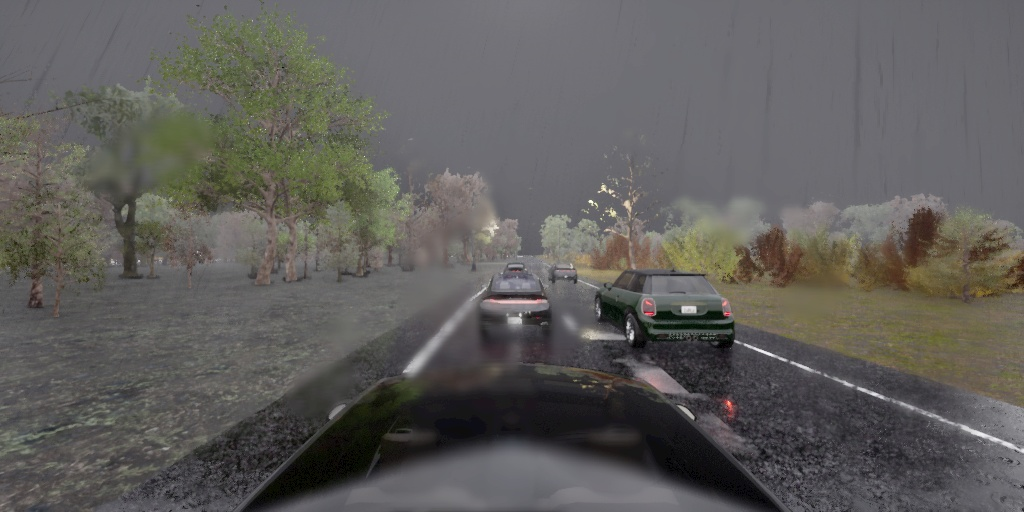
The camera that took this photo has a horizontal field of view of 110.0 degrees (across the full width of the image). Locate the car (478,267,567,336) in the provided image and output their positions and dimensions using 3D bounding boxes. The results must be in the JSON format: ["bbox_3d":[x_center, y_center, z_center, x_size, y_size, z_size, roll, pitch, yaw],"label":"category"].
[{"bbox_3d":[0.101,1.242,10.395,2.128,1.511,4.902,0,0,0],"label":"car"}]

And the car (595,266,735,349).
[{"bbox_3d":[3.598,1.103,9.359,2.097,1.767,4.553,0,0,1],"label":"car"}]

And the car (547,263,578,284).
[{"bbox_3d":[3.800,1.243,27.336,2.128,1.511,4.902,0,0,1],"label":"car"}]

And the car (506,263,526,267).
[{"bbox_3d":[0.304,1.257,27.608,1.837,1.490,4.892,0,0,1],"label":"car"}]
